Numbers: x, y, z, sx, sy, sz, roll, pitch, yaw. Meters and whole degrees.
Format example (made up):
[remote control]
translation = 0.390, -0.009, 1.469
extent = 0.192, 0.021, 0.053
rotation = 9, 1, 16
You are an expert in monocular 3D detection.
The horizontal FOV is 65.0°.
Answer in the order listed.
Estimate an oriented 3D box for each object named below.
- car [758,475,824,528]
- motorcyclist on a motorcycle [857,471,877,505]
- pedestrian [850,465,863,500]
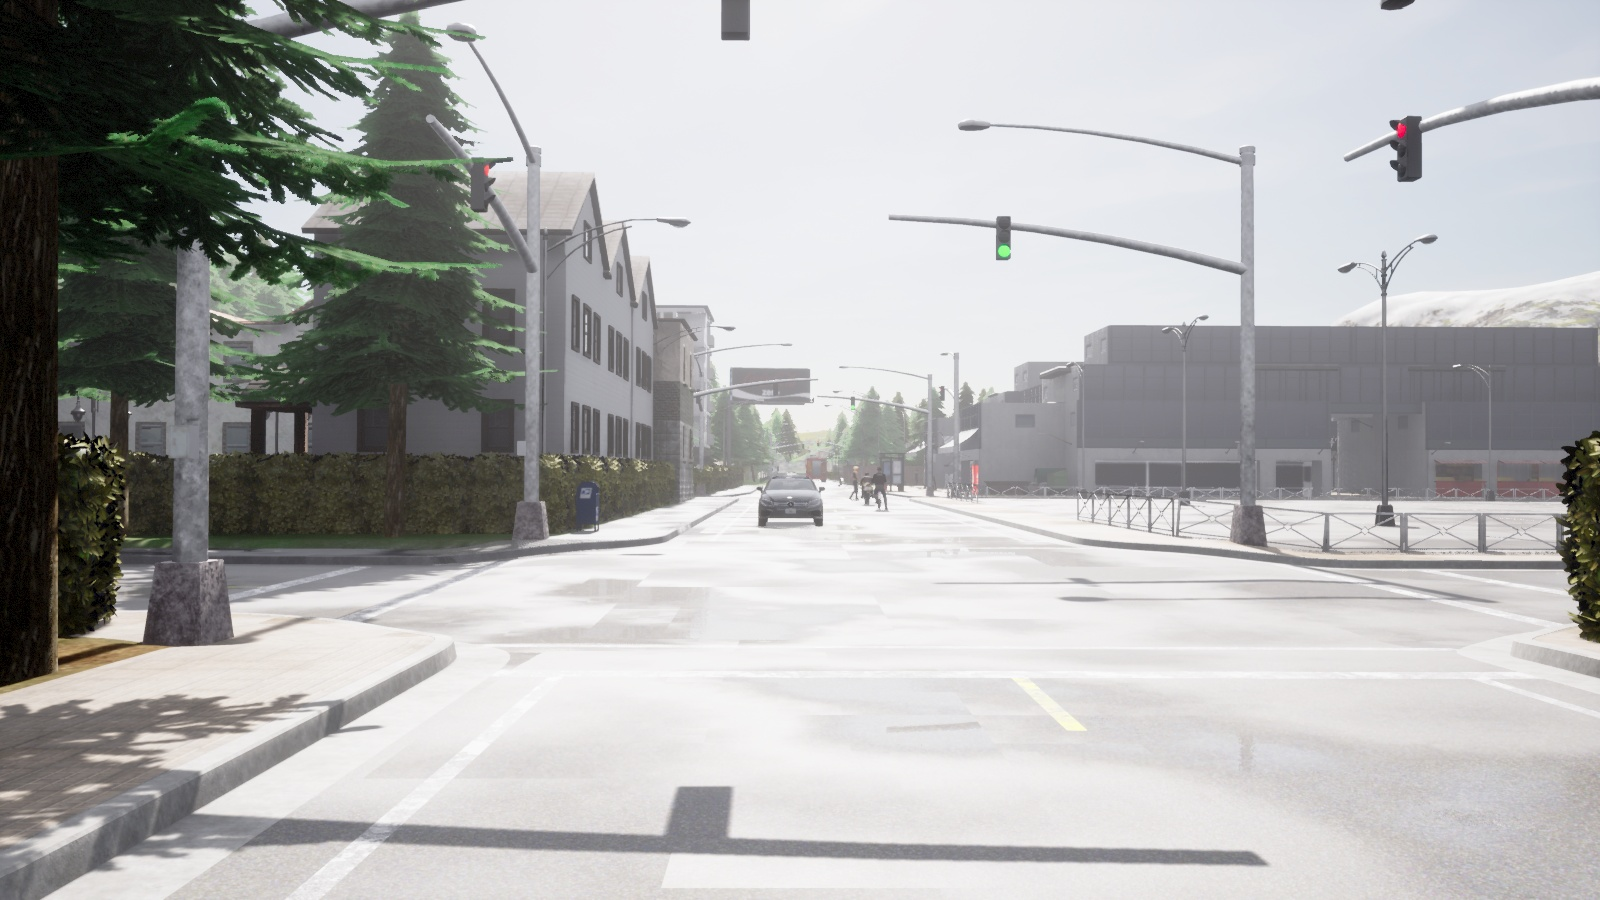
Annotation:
[car]
translation = -0.258, 1.455, 36.731
extent = 1.812, 1.442, 4.674
rotation = 0, -1, 0
[motorcyclist on a motorcycle]
translation = 3.101, 1.753, 58.048
extent = 0.797, 1.523, 2.044
rotation = 0, -2, 0
[pedestrian]
translation = 2.999, 1.721, 67.072
extent = 0.594, 1.836, 0.345
rotation = 0, -1, -20
